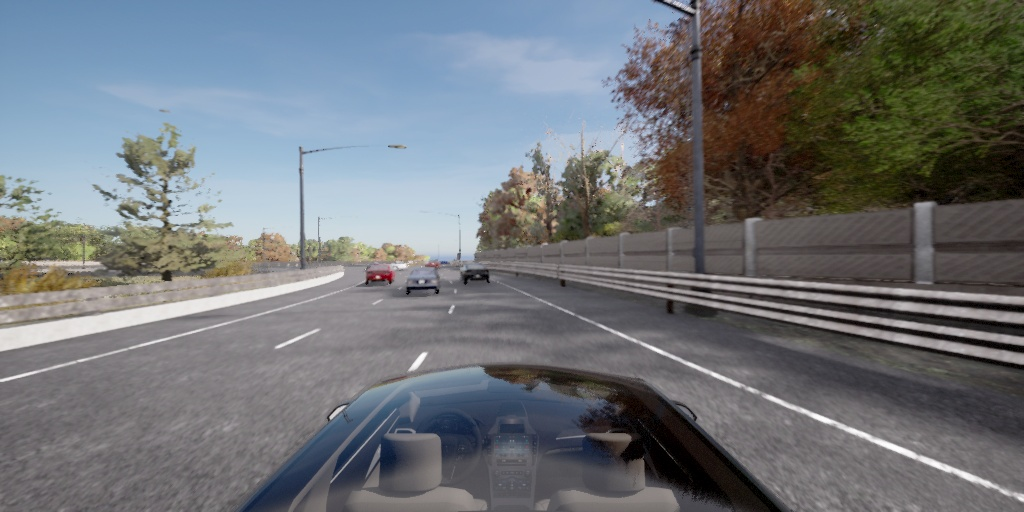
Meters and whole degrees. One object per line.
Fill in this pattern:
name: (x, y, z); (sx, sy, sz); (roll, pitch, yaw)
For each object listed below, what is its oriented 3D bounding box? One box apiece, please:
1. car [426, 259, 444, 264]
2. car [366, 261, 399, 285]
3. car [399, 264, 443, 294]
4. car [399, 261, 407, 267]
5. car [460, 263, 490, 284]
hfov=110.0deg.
car: (-12.609, 1.311, 57.359); (2.097, 1.767, 4.553); (-1, 0, -16)
car: (-10.281, 1.398, 28.341); (1.882, 1.535, 5.008); (-1, 0, -14)
car: (-5.096, 1.382, 20.995); (2.033, 1.411, 5.357); (-1, 0, -10)
car: (-17.773, 1.571, 56.509); (1.812, 1.442, 4.674); (-1, 0, -31)
car: (-2.940, 1.276, 27.640); (1.882, 1.535, 5.008); (-1, 0, -12)
